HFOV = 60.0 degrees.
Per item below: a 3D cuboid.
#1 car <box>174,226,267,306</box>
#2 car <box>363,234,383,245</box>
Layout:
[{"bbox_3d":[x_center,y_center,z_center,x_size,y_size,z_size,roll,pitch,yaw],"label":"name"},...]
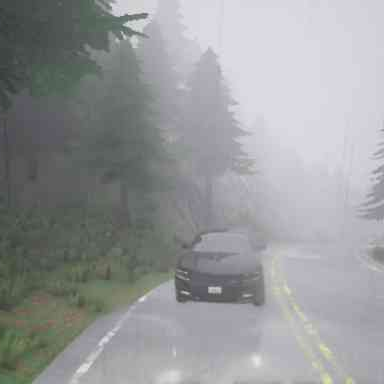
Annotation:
[{"bbox_3d":[0.874,1.698,8.772,1.882,1.535,5.008,-1,-3,10],"label":"car"},{"bbox_3d":[22.871,5.972,41.484,2.128,1.511,4.902,-3,-9,43],"label":"car"}]
